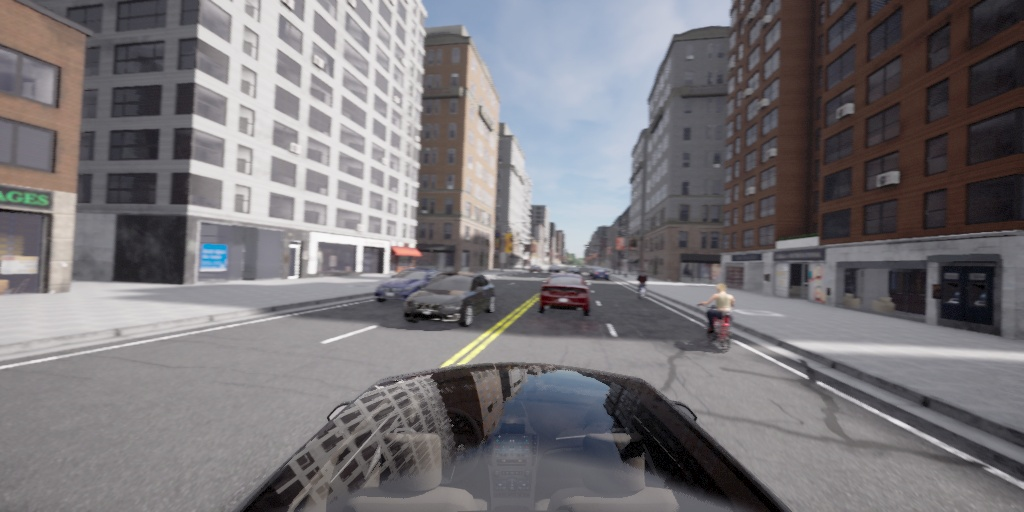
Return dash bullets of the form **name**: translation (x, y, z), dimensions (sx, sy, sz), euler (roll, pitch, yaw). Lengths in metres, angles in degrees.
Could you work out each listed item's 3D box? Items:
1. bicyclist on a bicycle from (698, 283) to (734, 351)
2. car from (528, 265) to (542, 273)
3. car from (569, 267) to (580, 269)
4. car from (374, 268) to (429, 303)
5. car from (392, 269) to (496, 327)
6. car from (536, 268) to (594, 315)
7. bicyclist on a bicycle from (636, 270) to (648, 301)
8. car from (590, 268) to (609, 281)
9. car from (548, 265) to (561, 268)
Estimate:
- **bicyclist on a bicycle**: translation (5.248, 1.488, 9.105), dimensions (0.866, 1.612, 1.509), euler (2, -1, 11)
- **car**: translation (4.033, 2.223, 61.018), dimensions (1.994, 1.385, 4.181), euler (2, -1, 11)
- **car**: translation (6.652, 1.976, 38.870), dimensions (1.837, 1.490, 4.892), euler (2, -1, 11)
- **car**: translation (-4.328, 1.276, 16.285), dimensions (1.812, 1.442, 4.674), euler (2, -1, 10)
- **car**: translation (-1.828, 1.304, 11.937), dimensions (1.837, 1.490, 4.892), euler (2, -1, 11)
- **car**: translation (2.295, 1.484, 15.262), dimensions (1.882, 1.535, 5.008), euler (2, -1, 10)
- **bicyclist on a bicycle**: translation (7.340, 1.644, 20.320), dimensions (0.659, 1.776, 1.843), euler (2, 0, 11)
- **car**: translation (10.937, 2.238, 44.226), dimensions (1.812, 1.442, 4.674), euler (2, -1, 11)
- **car**: translation (7.027, 2.221, 59.375), dimensions (1.882, 1.535, 5.008), euler (2, -1, 11)
